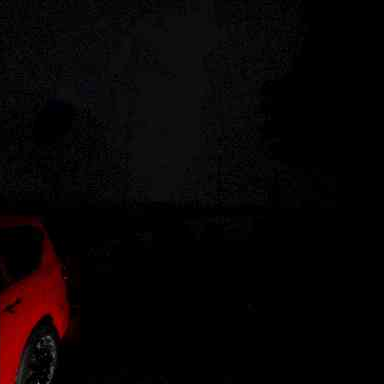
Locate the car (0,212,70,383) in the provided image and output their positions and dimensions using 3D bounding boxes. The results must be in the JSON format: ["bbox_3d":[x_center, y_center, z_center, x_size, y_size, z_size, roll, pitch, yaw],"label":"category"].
[{"bbox_3d":[-2.632,1.227,1.947,2.150,2.045,5.566,0,0,1],"label":"car"}]
